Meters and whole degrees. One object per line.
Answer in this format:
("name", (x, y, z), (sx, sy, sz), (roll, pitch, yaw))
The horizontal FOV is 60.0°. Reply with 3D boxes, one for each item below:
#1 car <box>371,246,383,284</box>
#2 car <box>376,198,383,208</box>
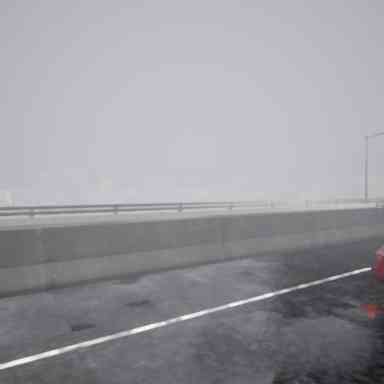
("car", (6.317, 1.539, 8.248), (4.181, 1.385, 1.994), (0, 0, -35))
("car", (25.703, 1.404, 43.041), (4.902, 1.511, 2.128), (0, 0, -34))
